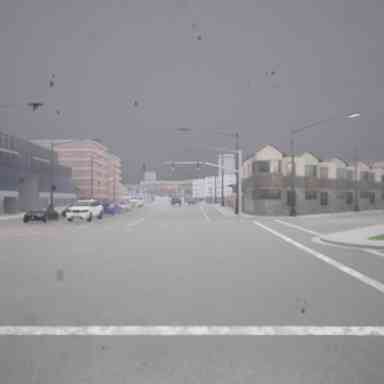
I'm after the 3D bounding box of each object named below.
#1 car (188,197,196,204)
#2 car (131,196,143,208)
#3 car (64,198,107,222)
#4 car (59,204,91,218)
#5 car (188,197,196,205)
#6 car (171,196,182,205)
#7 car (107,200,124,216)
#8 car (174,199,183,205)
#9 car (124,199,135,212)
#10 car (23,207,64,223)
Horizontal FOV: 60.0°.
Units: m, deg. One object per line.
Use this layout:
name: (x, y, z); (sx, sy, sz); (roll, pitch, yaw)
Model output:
car: (-0.044, 2.177, 85.796); (2.097, 1.767, 4.553); (0, -2, 0)
car: (-10.571, 1.891, 62.904); (2.150, 2.045, 5.566); (0, 0, 0)
car: (-10.617, 1.826, 33.362); (2.150, 2.045, 5.566); (0, -1, 1)
car: (-14.120, 2.259, 40.587); (2.033, 1.411, 5.357); (0, 0, 0)
car: (-0.039, 2.338, 75.833); (1.895, 1.301, 4.718); (0, -1, 0)
car: (-3.539, 1.961, 75.125); (2.150, 2.045, 5.566); (0, -1, 0)
car: (-10.620, 2.201, 43.096); (1.882, 1.535, 5.008); (0, 0, 0)
car: (-3.544, 2.519, 85.812); (2.128, 1.511, 4.902); (0, -2, 0)
car: (-10.617, 2.260, 52.180); (1.812, 1.442, 4.674); (0, 0, 0)
car: (-14.116, 2.136, 31.353); (1.994, 1.385, 4.181); (0, -1, 0)
